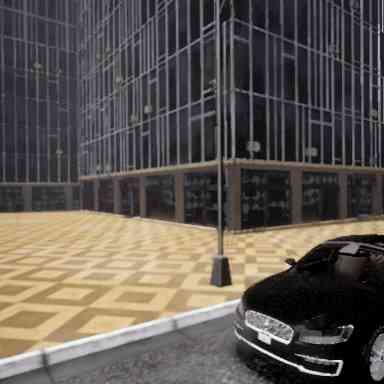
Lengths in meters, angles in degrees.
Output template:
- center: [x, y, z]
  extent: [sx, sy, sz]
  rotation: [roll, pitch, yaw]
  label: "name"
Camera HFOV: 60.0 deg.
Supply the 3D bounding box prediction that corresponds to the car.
- center: [2.860, 1.516, 5.409]
  extent: [4.892, 1.490, 1.837]
  rotation: [0, 0, -35]
  label: "car"
